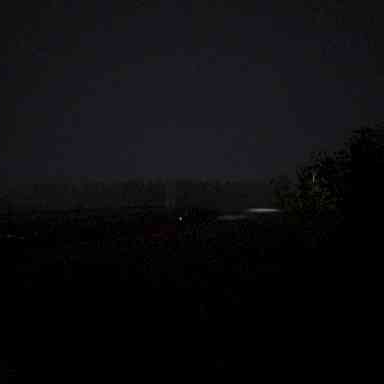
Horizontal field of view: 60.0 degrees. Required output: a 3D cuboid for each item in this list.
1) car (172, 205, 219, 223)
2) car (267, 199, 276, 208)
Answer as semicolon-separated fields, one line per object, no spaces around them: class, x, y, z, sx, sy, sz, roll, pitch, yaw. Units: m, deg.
car;0.382;1.741;27.219;1.895;1.301;4.718;1;0;34
car;13.107;1.796;50.664;1.895;1.301;4.718;1;0;34
